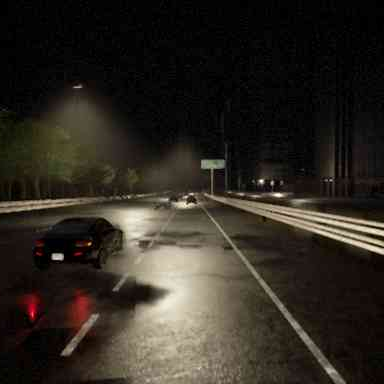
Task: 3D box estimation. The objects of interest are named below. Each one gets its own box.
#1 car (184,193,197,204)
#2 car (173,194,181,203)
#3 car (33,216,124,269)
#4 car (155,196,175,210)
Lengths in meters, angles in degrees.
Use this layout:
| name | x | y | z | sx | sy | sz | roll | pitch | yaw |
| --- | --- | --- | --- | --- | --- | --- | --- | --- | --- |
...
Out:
| name | x | y | z | sx | sy | sz | roll | pitch | yaw |
| --- | --- | --- | --- | --- | --- | --- | --- | --- | --- |
| car | -0.107 | 1.491 | 62.893 | 1.837 | 1.490 | 4.892 | 0 | 0 | 0 |
| car | -3.730 | 1.489 | 68.962 | 1.837 | 1.490 | 4.892 | 0 | 0 | 0 |
| car | -3.509 | 1.528 | 10.983 | 1.812 | 1.442 | 4.674 | 0 | 0 | 0 |
| car | -3.607 | 1.600 | 43.003 | 1.895 | 1.301 | 4.718 | 0 | 0 | 0 |
